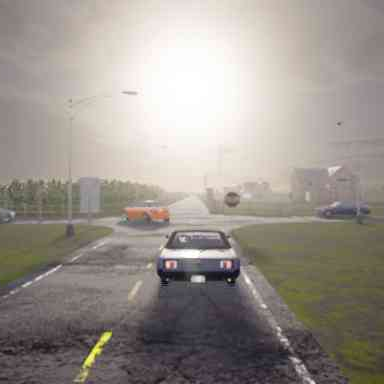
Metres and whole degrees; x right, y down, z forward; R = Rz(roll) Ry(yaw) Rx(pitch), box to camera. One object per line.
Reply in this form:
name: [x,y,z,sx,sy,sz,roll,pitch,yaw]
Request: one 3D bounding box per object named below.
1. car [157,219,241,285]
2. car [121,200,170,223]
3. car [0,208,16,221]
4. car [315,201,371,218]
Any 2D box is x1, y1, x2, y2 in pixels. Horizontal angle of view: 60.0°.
car: [0.163,1.640,9.560,1.895,1.301,4.718,0,0,1]
car: [-3.844,1.471,26.892,2.097,1.767,4.553,0,0,-42]
car: [-17.222,1.754,27.551,4.902,1.511,2.128,0,0,1]
car: [13.398,1.525,29.680,4.674,1.442,1.812,-1,0,0]
